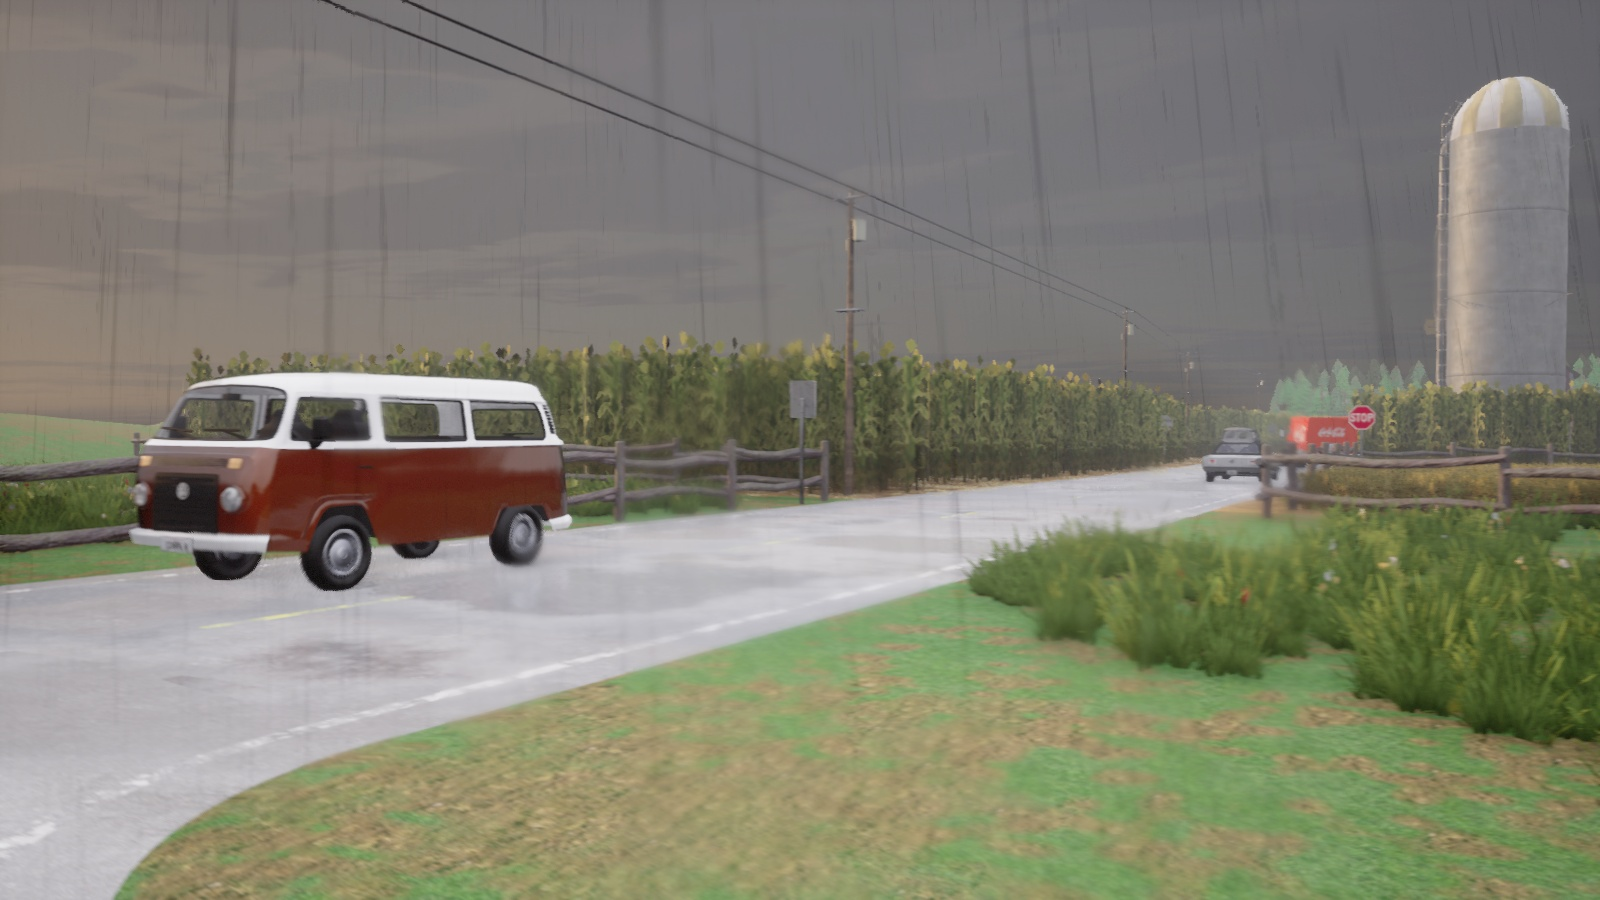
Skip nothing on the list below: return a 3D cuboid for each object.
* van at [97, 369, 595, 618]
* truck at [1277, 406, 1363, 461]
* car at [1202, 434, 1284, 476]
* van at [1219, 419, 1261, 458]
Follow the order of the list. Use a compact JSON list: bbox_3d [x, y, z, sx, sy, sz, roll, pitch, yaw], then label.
[{"bbox_3d":[-4.304,0.321,12.729,2.069,2.038,4.480,0,1,28],"label":"van"},{"bbox_3d":[24.782,-0.789,60.034,2.627,2.467,5.204,-1,1,9],"label":"truck"},{"bbox_3d":[14.789,0.136,41.755,1.895,1.301,4.718,0,1,28],"label":"car"},{"bbox_3d":[23.473,-0.630,66.921,1.775,1.987,4.442,0,1,23],"label":"van"}]
